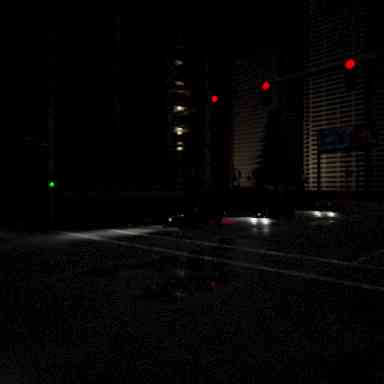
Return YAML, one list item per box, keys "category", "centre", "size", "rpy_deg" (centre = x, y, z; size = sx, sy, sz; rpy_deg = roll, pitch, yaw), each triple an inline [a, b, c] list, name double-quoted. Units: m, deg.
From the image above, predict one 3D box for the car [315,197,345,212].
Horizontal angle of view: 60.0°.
- category: "car"
  centre: [16.694, 1.383, 40.097]
  size: [2.097, 1.767, 4.553]
  rpy_deg: [0, 0, 44]

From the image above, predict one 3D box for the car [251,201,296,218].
- category: "car"
  centre: [7.724, 1.584, 30.949]
  size: [2.033, 1.411, 5.357]
  rpy_deg: [0, 0, 45]

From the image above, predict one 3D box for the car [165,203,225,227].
- category: "car"
  centre: [0.306, 1.532, 23.374]
  size: [2.128, 1.511, 4.902]
  rpy_deg: [0, 0, 44]
